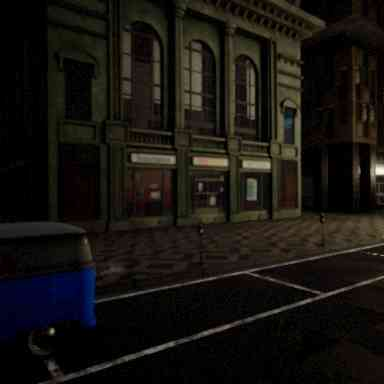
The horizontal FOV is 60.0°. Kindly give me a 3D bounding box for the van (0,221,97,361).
[{"bbox_3d":[-3.290,1.343,4.304,3.998,1.788,1.690,0,0,-35],"label":"van"}]
